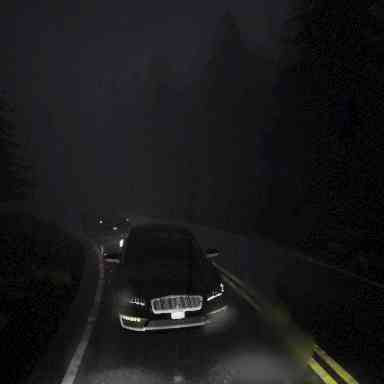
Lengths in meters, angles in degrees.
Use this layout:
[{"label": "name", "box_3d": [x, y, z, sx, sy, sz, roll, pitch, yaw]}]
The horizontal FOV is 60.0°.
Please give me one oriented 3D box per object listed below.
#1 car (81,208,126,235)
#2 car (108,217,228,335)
[{"label": "car", "box_3d": [-5.188, 1.648, 19.660, 1.895, 1.301, 4.718, -3, 1, -29]}, {"label": "car", "box_3d": [-0.685, 1.503, 7.109, 1.837, 1.490, 4.892, -1, 0, -12]}]
